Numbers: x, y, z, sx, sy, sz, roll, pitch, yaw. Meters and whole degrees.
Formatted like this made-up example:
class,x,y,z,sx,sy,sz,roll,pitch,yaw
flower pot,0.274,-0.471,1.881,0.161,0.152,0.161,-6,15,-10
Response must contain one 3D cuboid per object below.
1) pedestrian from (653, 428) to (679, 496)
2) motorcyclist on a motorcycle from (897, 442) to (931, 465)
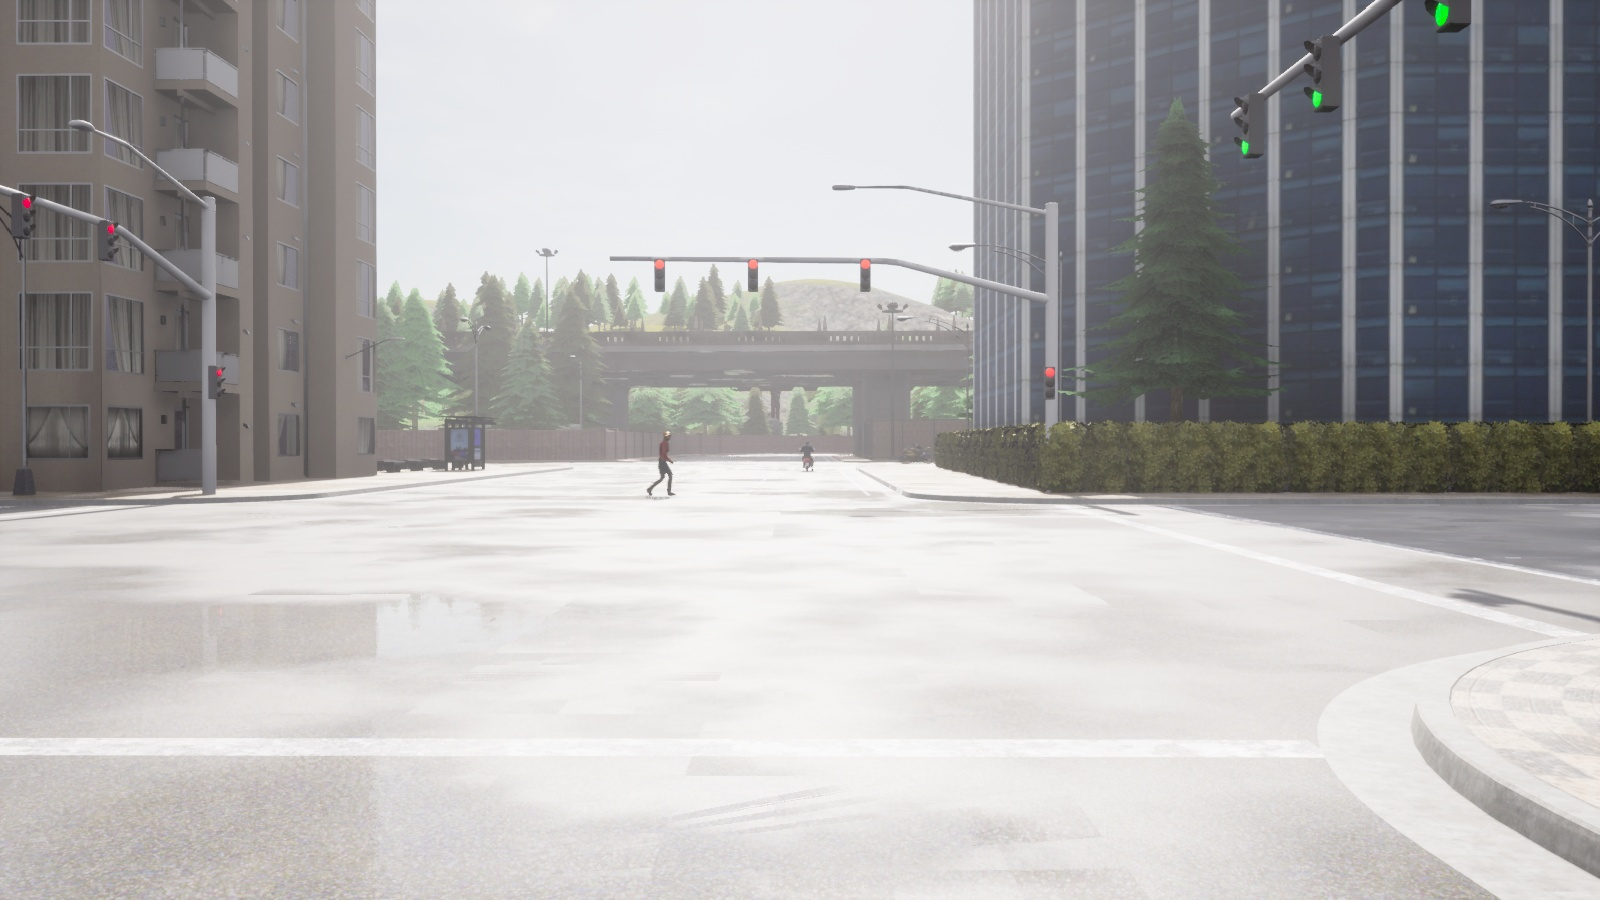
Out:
class,x,y,z,sx,sy,sz,roll,pitch,yaw
pedestrian,-3.655,0.319,34.209,0.636,1.846,0.331,0,0,7
motorcyclist on a motorcycle,7.765,0.250,85.374,2.191,1.530,0.866,0,1,-3
